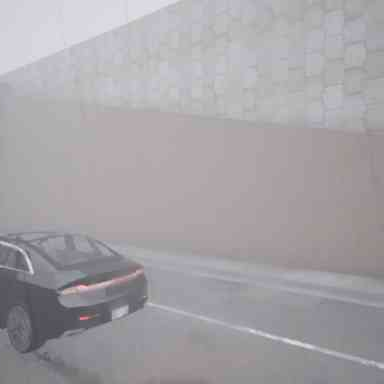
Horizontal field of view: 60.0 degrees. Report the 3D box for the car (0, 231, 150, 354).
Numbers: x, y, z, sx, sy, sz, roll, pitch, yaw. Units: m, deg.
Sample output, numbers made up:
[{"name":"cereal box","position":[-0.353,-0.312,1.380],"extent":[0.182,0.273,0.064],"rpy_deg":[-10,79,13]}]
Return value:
[{"name":"car","position":[-2.985,1.484,6.114],"extent":[4.902,1.511,2.128],"rpy_deg":[0,0,36]}]
